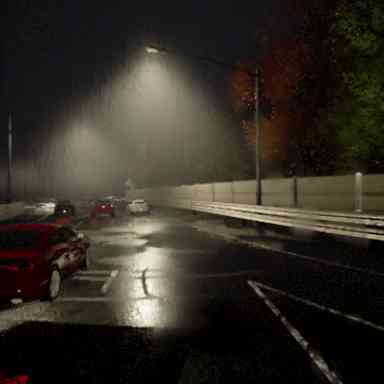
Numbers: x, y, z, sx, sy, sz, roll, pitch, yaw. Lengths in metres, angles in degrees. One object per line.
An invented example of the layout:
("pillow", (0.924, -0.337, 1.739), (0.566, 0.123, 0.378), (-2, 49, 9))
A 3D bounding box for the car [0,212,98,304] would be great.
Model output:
("car", (-3.890, 1.504, 8.254), (1.882, 1.535, 5.008), (0, 0, -5))

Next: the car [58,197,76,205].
("car", (-23.672, 1.698, 62.934), (1.994, 1.385, 4.181), (0, 0, -38))

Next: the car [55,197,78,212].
("car", (-12.769, 1.590, 33.701), (1.837, 1.490, 4.892), (0, 0, -18))

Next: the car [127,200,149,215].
("car", (-5.585, 1.563, 34.210), (1.812, 1.442, 4.674), (0, 0, -18))

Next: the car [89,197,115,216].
("car", (-8.814, 1.411, 32.763), (2.097, 1.767, 4.553), (0, 0, -17))
